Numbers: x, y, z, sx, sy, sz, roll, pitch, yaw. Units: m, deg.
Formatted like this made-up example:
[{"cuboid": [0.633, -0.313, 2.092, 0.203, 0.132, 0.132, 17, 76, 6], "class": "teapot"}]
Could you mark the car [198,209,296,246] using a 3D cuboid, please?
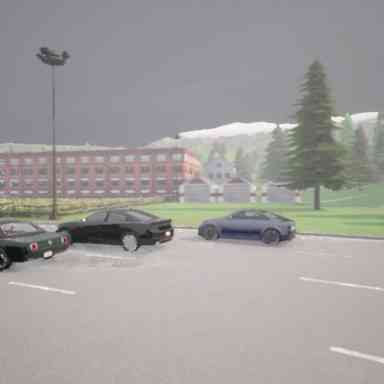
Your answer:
[{"cuboid": [2.351, 1.436, 14.561, 4.181, 1.385, 1.994, 0, 0, 28], "class": "car"}]

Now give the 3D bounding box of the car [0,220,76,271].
[{"cuboid": [-6.346, 1.561, 10.632, 4.718, 1.301, 1.895, 0, 0, 20], "class": "car"}]

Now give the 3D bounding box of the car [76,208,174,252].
[{"cuboid": [-3.163, 1.396, 13.322, 5.008, 1.535, 1.882, 0, 0, 23], "class": "car"}]
